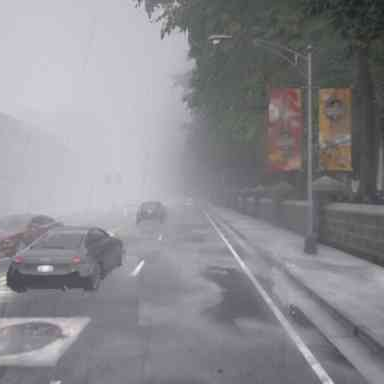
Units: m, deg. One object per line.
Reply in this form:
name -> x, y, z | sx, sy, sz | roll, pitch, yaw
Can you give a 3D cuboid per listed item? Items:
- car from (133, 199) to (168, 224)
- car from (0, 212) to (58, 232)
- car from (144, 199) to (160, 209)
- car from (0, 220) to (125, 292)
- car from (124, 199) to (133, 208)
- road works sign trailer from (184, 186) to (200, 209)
car -> -3.159, 1.537, 26.975 | 2.097, 1.767, 4.553 | 0, 0, 0
car -> -6.604, 1.565, 12.716 | 1.882, 1.535, 5.008 | 0, 0, 0
car -> -6.559, 1.938, 54.809 | 1.994, 1.385, 4.181 | 0, 0, 1
car -> -3.153, 1.627, 9.152 | 1.994, 1.385, 4.181 | 0, 0, 0
car -> -9.807, 1.900, 54.809 | 1.812, 1.442, 4.674 | 0, 0, 1
road works sign trailer -> -0.018, 0.819, 51.823 | 2.380, 3.560, 2.880 | 0, 0, 0
